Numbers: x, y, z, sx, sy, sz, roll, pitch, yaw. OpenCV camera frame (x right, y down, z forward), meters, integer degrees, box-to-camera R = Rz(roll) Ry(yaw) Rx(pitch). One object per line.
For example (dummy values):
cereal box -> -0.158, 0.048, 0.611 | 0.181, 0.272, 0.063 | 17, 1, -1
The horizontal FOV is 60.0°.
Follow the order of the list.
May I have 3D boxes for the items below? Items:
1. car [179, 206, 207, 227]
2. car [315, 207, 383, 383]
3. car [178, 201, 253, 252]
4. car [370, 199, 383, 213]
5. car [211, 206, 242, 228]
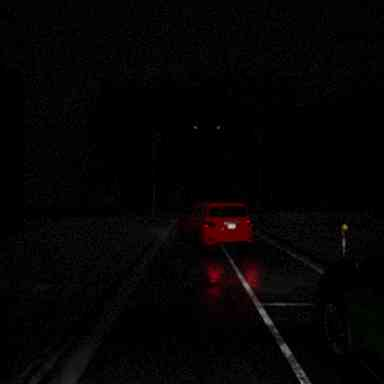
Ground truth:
car -> 0.137, 1.894, 26.442 | 1.994, 1.385, 4.181 | 0, -1, 4
car -> 2.978, 1.262, 2.788 | 2.150, 2.045, 5.566 | 0, -1, 0
car -> 0.873, 1.412, 15.222 | 2.150, 2.045, 5.566 | 0, 0, -14
car -> 22.781, 1.465, 36.413 | 5.357, 1.411, 2.033 | -1, 0, 0
car -> 2.585, 1.867, 25.931 | 1.887, 1.381, 4.507 | -1, -1, 0
